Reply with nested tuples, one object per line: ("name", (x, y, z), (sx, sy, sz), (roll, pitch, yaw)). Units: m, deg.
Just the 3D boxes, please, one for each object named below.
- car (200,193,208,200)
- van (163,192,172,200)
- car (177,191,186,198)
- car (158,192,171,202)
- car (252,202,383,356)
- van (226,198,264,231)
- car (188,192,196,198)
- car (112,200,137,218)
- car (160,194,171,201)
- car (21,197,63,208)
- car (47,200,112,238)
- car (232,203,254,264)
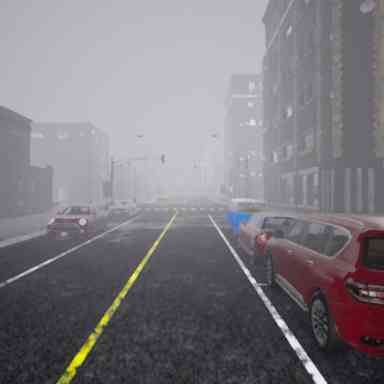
("car", (2.728, 0.960, 76.967), (1.967, 1.590, 4.097), (1, 0, 0))
("van", (-5.650, 0.861, 76.908), (1.690, 1.788, 3.998), (1, 0, 0))
("car", (-2.973, 0.650, 92.157), (2.150, 2.045, 5.566), (0, 0, 0))
("car", (-5.734, 1.136, 65.541), (1.887, 1.381, 4.507), (1, 0, 0))
("car", (2.710, 1.278, 5.946), (2.192, 1.841, 5.009), (1, 0, 0))
("van", (2.712, 1.237, 16.760), (1.690, 1.788, 3.998), (1, 0, 0))
("car", (0.027, 0.894, 91.127), (1.812, 1.442, 4.674), (0, 0, 0))
("car", (-5.669, 1.380, 27.586), (2.008, 1.369, 4.403), (1, 0, 0))
("car", (-5.656, 1.101, 71.222), (1.887, 1.381, 4.507), (1, 0, 0))
("car", (-19.287, 1.347, 42.844), (4.507, 1.381, 1.887), (0, 0, 1))
("car", (-5.669, 1.336, 16.771), (1.967, 1.590, 4.097), (1, 0, 0))
("car", (2.709, 1.369, 11.354), (1.967, 1.590, 4.097), (1, 0, 0))
